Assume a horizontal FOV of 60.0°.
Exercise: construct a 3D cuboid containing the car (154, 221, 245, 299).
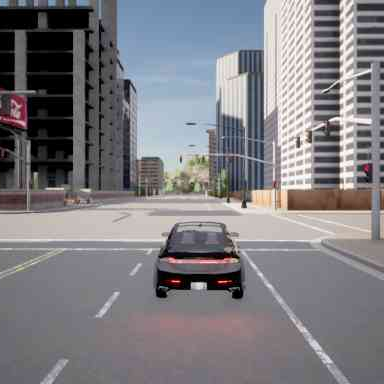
[{"bbox_3d":[0.205,1.492,8.460,2.128,1.511,4.902,0,0,2],"label":"car"}]
